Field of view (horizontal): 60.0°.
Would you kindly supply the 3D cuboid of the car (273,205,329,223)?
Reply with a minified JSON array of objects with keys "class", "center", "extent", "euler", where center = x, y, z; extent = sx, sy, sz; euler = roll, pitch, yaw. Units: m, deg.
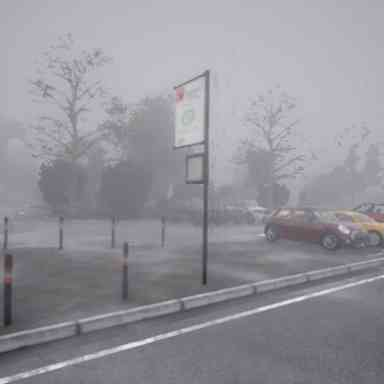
[{"class":"car","center":[11.240,2.234,34.601],"extent":[1.946,1.575,5.366],"euler":[3,-2,-36]}]

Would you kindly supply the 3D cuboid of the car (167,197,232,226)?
[{"class":"car","center":[0.162,1.462,26.333],"extent":[2.435,2.045,5.566],"euler":[2,-1,-36]}]

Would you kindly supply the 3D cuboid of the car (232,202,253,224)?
[{"class":"car","center":[2.300,1.802,27.915],"extent":[2.231,1.521,4.892],"euler":[2,-1,-36]}]

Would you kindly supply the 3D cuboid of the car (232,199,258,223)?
[{"class":"car","center":[4.578,1.645,29.543],"extent":[2.435,2.045,5.566],"euler":[2,-1,-36]}]

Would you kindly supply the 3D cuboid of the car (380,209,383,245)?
[{"class":"car","center":[8.048,1.744,16.940],"extent":[2.097,1.535,5.008],"euler":[2,-1,-36]}]

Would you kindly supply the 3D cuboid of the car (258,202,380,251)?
[{"class":"car","center":[5.582,1.520,15.180],"extent":[2.185,1.767,4.553],"euler":[2,-1,-36]}]

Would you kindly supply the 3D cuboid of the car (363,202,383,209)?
[{"class":"car","center":[10.400,1.589,18.679],"extent":[2.435,2.045,5.566],"euler":[3,-2,-36]}]

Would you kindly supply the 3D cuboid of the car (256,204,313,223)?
[{"class":"car","center":[9.082,2.119,33.048],"extent":[1.946,1.575,5.366],"euler":[3,-2,-36]}]
